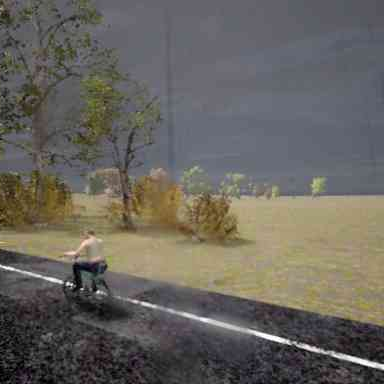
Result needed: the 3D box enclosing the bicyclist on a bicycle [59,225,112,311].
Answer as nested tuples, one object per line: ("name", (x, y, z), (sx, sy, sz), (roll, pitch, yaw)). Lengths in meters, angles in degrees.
("bicyclist on a bicycle", (-2.099, 1.452, 6.582), (1.509, 1.612, 0.866), (0, 0, 35))
